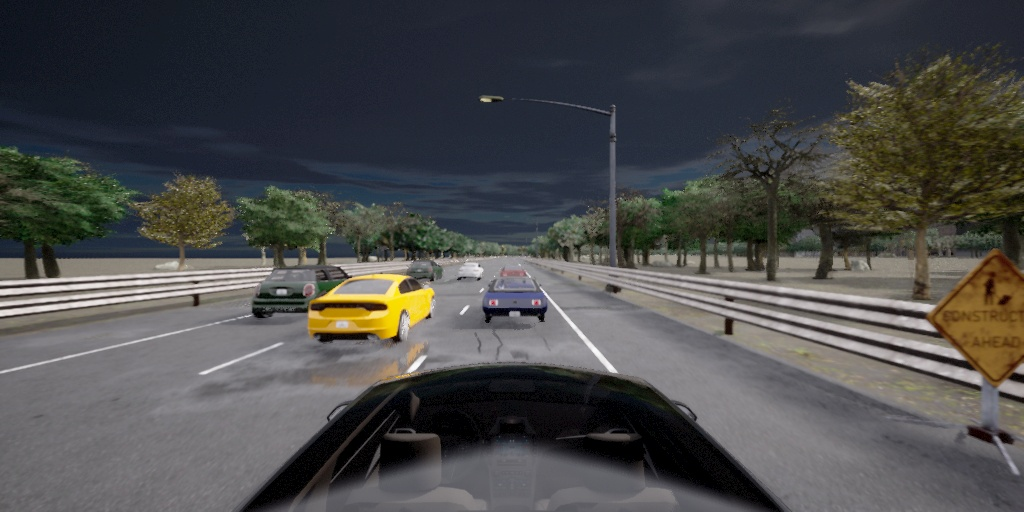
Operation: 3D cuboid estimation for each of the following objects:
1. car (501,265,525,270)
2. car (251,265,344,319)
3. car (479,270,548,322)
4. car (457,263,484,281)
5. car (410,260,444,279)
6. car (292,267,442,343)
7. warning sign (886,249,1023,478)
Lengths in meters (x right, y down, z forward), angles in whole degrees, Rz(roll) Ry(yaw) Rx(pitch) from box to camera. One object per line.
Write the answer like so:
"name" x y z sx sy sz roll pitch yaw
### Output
"car" 0.086 1.344 27.628 1.895 1.301 4.718 0 0 0
"car" -6.912 1.097 12.894 2.097 1.767 4.553 0 0 0
"car" 0.088 1.346 12.326 1.895 1.301 4.718 0 0 0
"car" -3.412 1.270 30.173 1.812 1.442 4.674 0 0 0
"car" -6.914 1.096 28.956 2.097 1.767 4.553 0 0 0
"car" -3.421 1.223 9.726 1.882 1.535 5.008 0 0 0
"warning sign" 4.550 0.865 3.414 1.300 1.860 1.060 0 0 0
